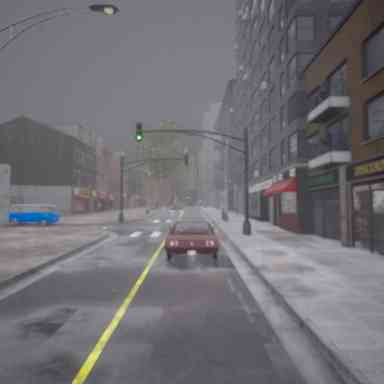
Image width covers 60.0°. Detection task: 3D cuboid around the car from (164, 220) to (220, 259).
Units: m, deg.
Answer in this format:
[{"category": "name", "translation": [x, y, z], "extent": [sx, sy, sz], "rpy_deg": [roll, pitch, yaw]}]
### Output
[{"category": "car", "translation": [0.019, 1.778, 13.326], "extent": [1.895, 1.301, 4.718], "rpy_deg": [0, -1, 1]}]

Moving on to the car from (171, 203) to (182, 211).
[{"category": "car", "translation": [-2.802, 2.733, 61.777], "extent": [1.837, 1.490, 4.892], "rpy_deg": [0, -2, 1]}]

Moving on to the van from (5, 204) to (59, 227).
[{"category": "van", "translation": [-12.928, 1.909, 27.116], "extent": [3.998, 1.788, 1.690], "rpy_deg": [0, -3, 0]}]
